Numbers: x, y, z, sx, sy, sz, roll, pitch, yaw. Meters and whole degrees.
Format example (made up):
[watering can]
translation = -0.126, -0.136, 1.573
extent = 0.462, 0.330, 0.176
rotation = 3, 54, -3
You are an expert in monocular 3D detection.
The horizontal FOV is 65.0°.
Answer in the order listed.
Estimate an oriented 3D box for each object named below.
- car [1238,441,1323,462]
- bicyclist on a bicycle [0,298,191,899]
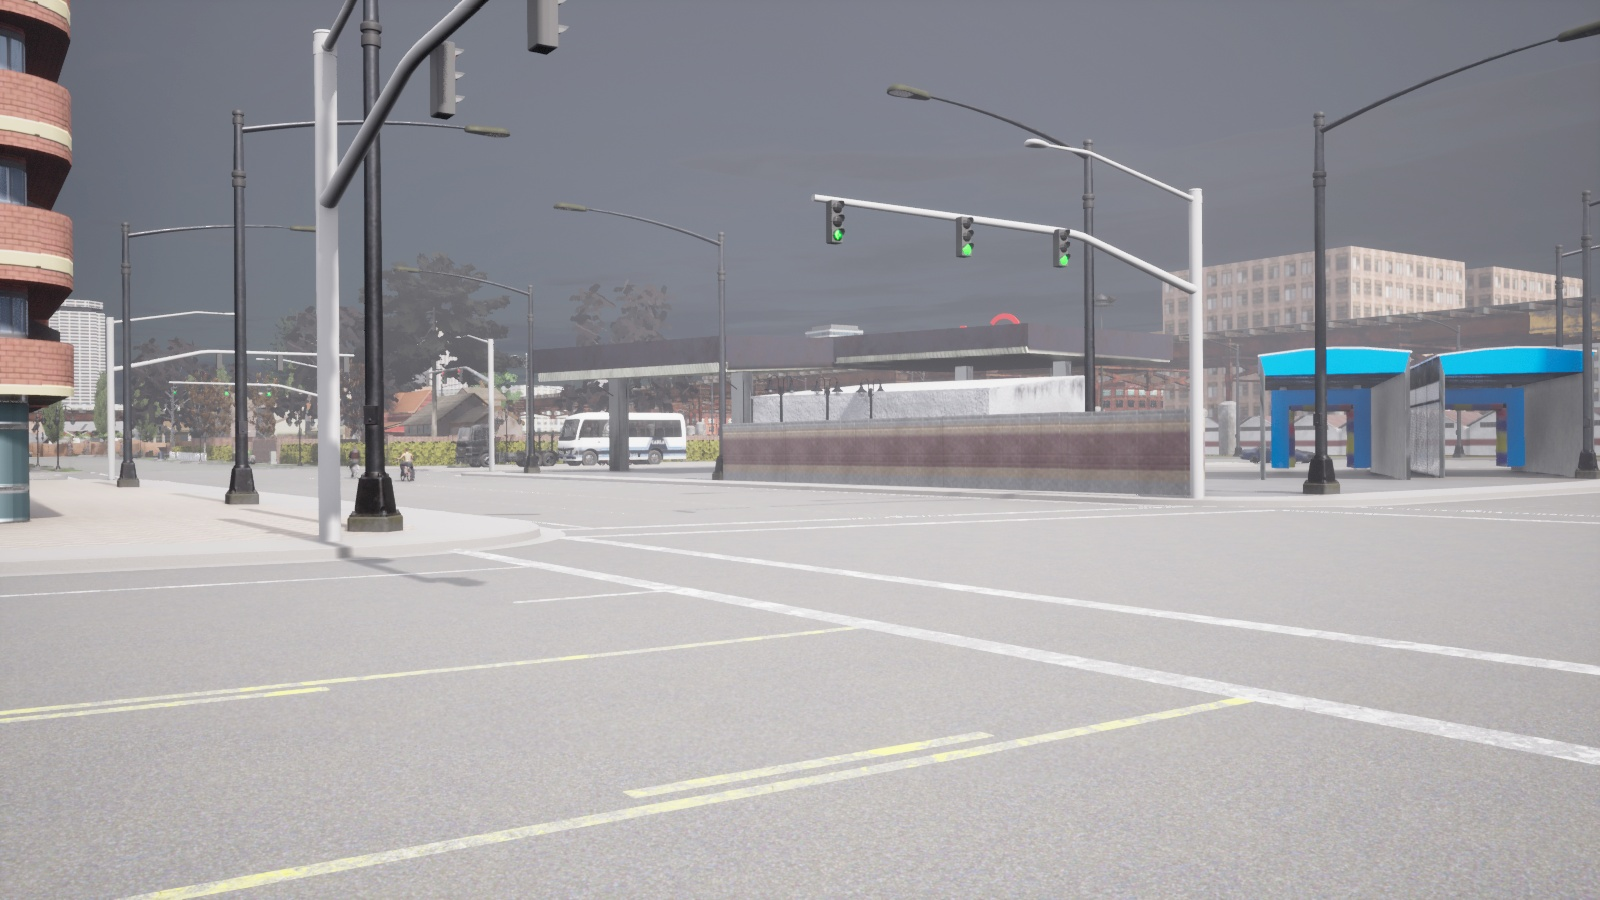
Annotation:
[car]
translation = 33.587, 0.128, 87.929
extent = 2.033, 1.411, 5.357
rotation = -1, 0, -35
[bicyclist on a bicycle]
translation = -2.100, 0.623, 2.117
extent = 1.843, 1.776, 0.659
rotation = 0, 0, -36
